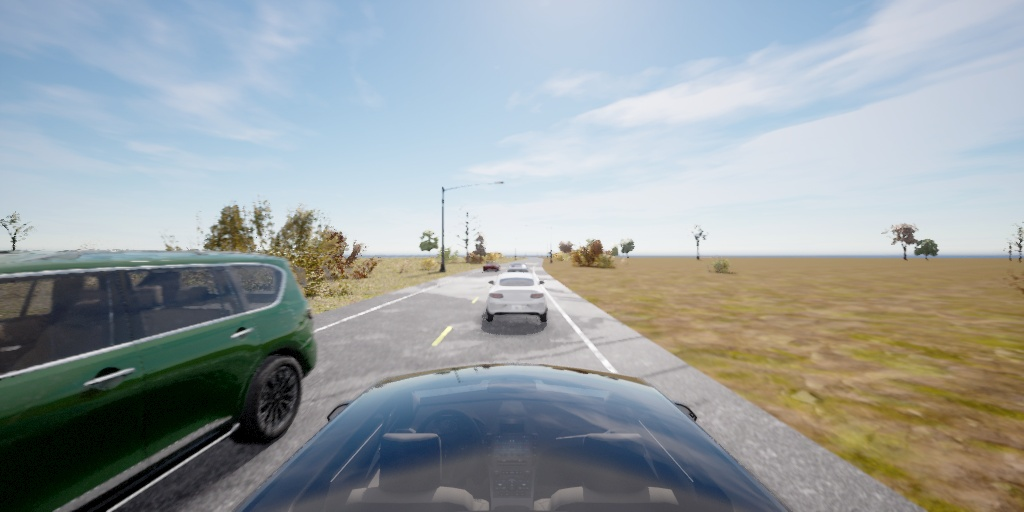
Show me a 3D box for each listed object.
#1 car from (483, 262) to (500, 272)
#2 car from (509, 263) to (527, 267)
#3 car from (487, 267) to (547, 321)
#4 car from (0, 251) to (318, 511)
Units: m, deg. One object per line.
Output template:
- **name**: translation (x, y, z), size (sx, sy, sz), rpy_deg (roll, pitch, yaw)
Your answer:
- **car**: translation (-2.569, 1.351, 45.453), size (1.895, 1.301, 4.718), rpy_deg (0, 0, 3)
- **car**: translation (0.519, 1.299, 30.577), size (2.033, 1.411, 5.357), rpy_deg (0, 0, 2)
- **car**: translation (0.157, 1.277, 12.352), size (1.812, 1.442, 4.674), rpy_deg (0, 0, 1)
- **car**: translation (-3.588, 0.970, 2.381), size (2.150, 2.045, 5.566), rpy_deg (0, 0, 0)
